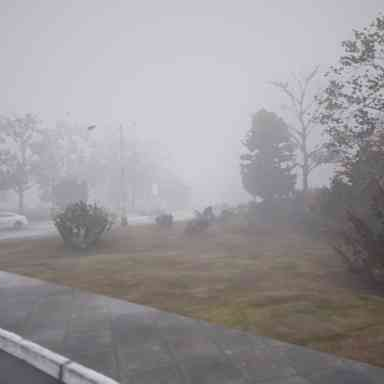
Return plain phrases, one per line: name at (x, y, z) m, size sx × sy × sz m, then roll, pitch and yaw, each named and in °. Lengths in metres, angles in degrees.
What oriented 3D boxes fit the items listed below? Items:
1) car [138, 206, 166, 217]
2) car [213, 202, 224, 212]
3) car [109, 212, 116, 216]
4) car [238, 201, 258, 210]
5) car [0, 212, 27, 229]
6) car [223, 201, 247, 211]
car at (-5.248, 2.528, 43.939) m, size 1.994 × 1.385 × 4.181 m, roll -3°, pitch -2°, yaw 31°
car at (5.108, 2.398, 53.508) m, size 1.837 × 1.490 × 4.892 m, roll -3°, pitch -2°, yaw 32°
car at (-10.517, 2.519, 35.580) m, size 1.895 × 1.301 × 4.718 m, roll -3°, pitch -2°, yaw 33°
car at (10.536, 2.490, 62.040) m, size 1.837 × 1.490 × 4.892 m, roll -3°, pitch -2°, yaw 33°
car at (-15.962, 2.422, 27.193) m, size 1.812 × 1.442 × 4.674 m, roll -3°, pitch -2°, yaw 34°
car at (7.207, 2.264, 50.268) m, size 2.033 × 1.411 × 5.357 m, roll -3°, pitch -2°, yaw 32°
